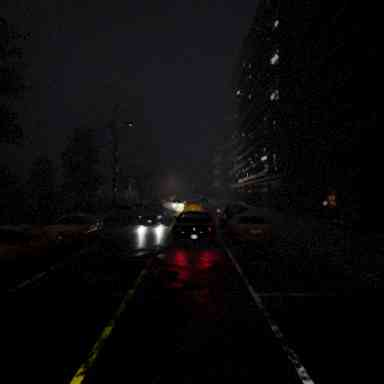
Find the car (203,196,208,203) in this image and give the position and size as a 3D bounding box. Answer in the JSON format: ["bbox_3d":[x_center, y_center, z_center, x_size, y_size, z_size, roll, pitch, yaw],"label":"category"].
[{"bbox_3d":[2.582,1.706,70.899,1.802,1.307,4.206,1,0,0],"label":"car"}]

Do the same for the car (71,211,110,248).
[{"bbox_3d":[-5.304,1.552,15.061,1.752,1.417,4.829,1,0,0],"label":"car"}]

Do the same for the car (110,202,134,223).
[{"bbox_3d":[-5.304,1.628,26.303,1.802,1.307,4.206,1,0,0],"label":"car"}]

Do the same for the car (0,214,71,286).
[{"bbox_3d":[-5.305,1.542,9.525,1.752,1.417,4.829,1,0,0],"label":"car"}]

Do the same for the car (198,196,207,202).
[{"bbox_3d":[2.584,1.694,81.989,2.008,1.369,4.403,1,0,0],"label":"car"}]

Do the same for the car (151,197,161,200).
[{"bbox_3d":[-5.299,1.524,48.449,1.967,1.590,4.097,1,0,0],"label":"car"}]

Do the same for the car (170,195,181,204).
[{"bbox_3d":[-2.751,1.713,65.846,1.895,1.301,4.718,0,0,0],"label":"car"}]

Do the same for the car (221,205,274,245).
[{"bbox_3d":[2.576,1.553,15.620,1.752,1.417,4.829,1,0,0],"label":"car"}]

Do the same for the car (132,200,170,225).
[{"bbox_3d":[-2.844,1.591,25.002,2.033,1.411,5.357,0,0,0],"label":"car"}]

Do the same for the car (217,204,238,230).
[{"bbox_3d":[2.578,1.477,20.995,1.967,1.590,4.097,1,0,0],"label":"car"}]

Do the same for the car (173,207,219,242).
[{"bbox_3d":[0.102,1.630,16.510,1.895,1.301,4.718,0,0,0],"label":"car"}]

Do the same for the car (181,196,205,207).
[{"bbox_3d":[0.104,1.538,34.926,1.882,1.535,5.008,0,0,0],"label":"car"}]

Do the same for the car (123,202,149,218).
[{"bbox_3d":[-5.303,1.637,31.840,1.802,1.307,4.206,1,0,0],"label":"car"}]

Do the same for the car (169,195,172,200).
[{"bbox_3d":[-5.294,1.603,92.739,1.967,1.590,4.097,1,0,0],"label":"car"}]
